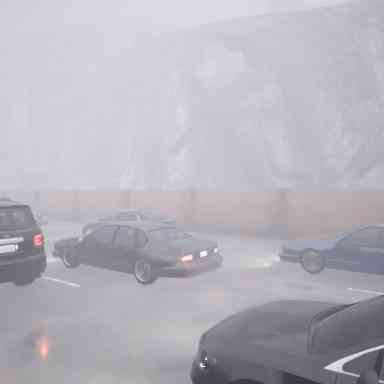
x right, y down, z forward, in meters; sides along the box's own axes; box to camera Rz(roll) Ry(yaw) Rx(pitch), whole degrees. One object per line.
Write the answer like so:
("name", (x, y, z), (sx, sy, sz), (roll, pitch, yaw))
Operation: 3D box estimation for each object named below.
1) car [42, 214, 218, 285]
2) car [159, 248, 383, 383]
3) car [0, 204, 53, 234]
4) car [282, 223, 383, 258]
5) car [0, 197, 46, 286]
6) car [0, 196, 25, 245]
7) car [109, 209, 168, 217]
("car", (-1.762, 1.547, 9.530), (5.357, 1.411, 2.033), (0, 0, 35))
("car", (2.247, 1.505, 2.445), (4.892, 1.490, 1.837), (0, 0, 35))
("car", (-11.011, 1.547, 20.402), (5.357, 1.411, 2.033), (0, 0, 35))
("car", (5.160, 1.547, 8.916), (5.357, 1.411, 2.033), (0, 0, 35))
("car", (-5.865, 1.221, 8.155), (5.566, 2.045, 2.150), (0, 0, 35))
("car", (-10.357, 1.221, 15.634), (5.566, 2.045, 2.150), (0, 0, 36))
("car", (-2.785, 1.505, 14.555), (4.892, 1.490, 1.837), (0, 0, 35))
